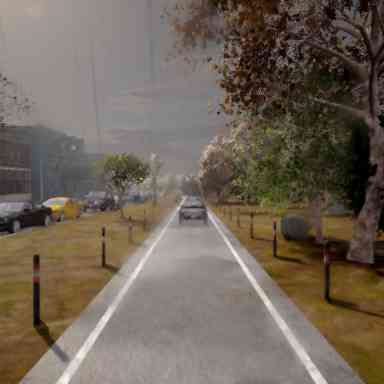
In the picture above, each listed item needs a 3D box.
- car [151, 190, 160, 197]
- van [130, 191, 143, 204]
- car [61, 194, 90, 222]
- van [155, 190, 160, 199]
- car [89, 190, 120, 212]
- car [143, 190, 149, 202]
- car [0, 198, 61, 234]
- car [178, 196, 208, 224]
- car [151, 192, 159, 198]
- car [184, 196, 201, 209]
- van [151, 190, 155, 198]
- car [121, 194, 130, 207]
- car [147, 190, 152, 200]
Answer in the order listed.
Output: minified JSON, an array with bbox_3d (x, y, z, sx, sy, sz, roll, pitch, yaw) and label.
[{"bbox_3d":[-10.436,0.480,94.747,2.435,2.045,5.566,1,-1,-9],"label":"car"},{"bbox_3d":[-9.096,0.781,50.315,1.878,1.987,4.442,0,0,2],"label":"van"},{"bbox_3d":[-9.045,1.144,22.716,2.097,1.535,5.008,0,0,2],"label":"car"},{"bbox_3d":[-9.291,0.608,77.973,1.878,1.987,4.442,0,-1,-2],"label":"van"},{"bbox_3d":[-9.061,0.864,32.599,2.435,2.045,5.566,0,0,1],"label":"car"},{"bbox_3d":[-9.100,0.955,56.001,2.231,1.521,4.892,0,-1,-2],"label":"car"},{"bbox_3d":[-9.035,1.191,17.168,2.097,1.535,5.008,0,0,2],"label":"car"},{"bbox_3d":[0.089,1.272,22.775,2.128,1.511,4.902,0,1,0],"label":"car"},{"bbox_3d":[-9.910,0.808,89.211,2.002,1.452,4.674,0,-1,-5],"label":"car"},{"bbox_3d":[0.081,1.193,39.960,1.994,1.385,4.181,0,0,0],"label":"car"},{"bbox_3d":[-9.121,0.664,68.023,1.878,1.987,4.442,0,-1,-3],"label":"van"},{"bbox_3d":[-9.072,1.105,39.345,2.002,1.452,4.674,0,0,0],"label":"car"},{"bbox_3d":[-9.108,0.955,61.512,2.163,1.488,4.792,0,-1,-2],"label":"car"}]
